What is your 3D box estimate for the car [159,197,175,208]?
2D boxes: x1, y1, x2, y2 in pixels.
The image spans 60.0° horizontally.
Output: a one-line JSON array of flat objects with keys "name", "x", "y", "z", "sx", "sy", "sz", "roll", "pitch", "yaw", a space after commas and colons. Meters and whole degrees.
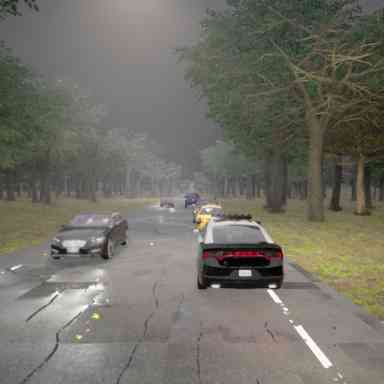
[{"name": "car", "x": -3.404, "y": 1.410, "z": 45.960, "sx": 1.812, "sy": 1.442, "sz": 4.674, "roll": 0, "pitch": 0, "yaw": 0}]

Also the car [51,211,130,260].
[{"name": "car", "x": -3.574, "y": 1.480, "z": 12.454, "sx": 2.128, "sy": 1.511, "sz": 4.902, "roll": 0, "pitch": 0, "yaw": 0}]

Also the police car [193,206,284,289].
[{"name": "police car", "x": 1.069, "y": 1.418, "z": 9.246, "sx": 1.930, "sy": 1.638, "sz": 5.238, "roll": 0, "pitch": 0, "yaw": 0}]

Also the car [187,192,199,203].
[{"name": "car", "x": 0.134, "y": 1.010, "z": 64.143, "sx": 2.150, "sy": 2.045, "sz": 5.566, "roll": 0, "pitch": 0, "yaw": 0}]

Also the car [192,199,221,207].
[{"name": "car", "x": 1.090, "y": 1.431, "z": 19.328, "sx": 1.801, "sy": 1.575, "sz": 5.366, "roll": 0, "pitch": 0, "yaw": 0}]

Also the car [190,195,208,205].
[{"name": "car", "x": 1.102, "y": 1.313, "z": 25.110, "sx": 2.097, "sy": 1.767, "sz": 4.553, "roll": 0, "pitch": 0, "yaw": 0}]

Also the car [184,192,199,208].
[{"name": "car", "x": 0.110, "y": 1.106, "z": 45.873, "sx": 2.150, "sy": 2.045, "sz": 5.566, "roll": 0, "pitch": 0, "yaw": 0}]
